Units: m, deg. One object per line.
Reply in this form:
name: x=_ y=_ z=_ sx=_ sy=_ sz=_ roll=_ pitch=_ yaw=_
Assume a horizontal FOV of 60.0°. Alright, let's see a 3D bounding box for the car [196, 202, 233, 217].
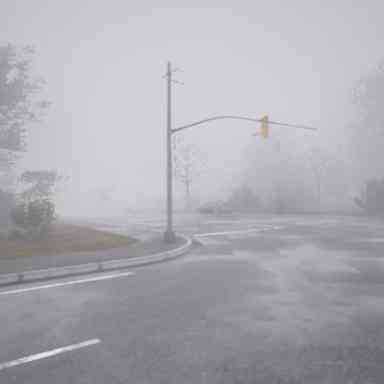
car: x=2.327 y=1.809 z=35.513 sx=2.128 sy=1.511 sz=4.902 roll=0 pitch=-2 yaw=-34
